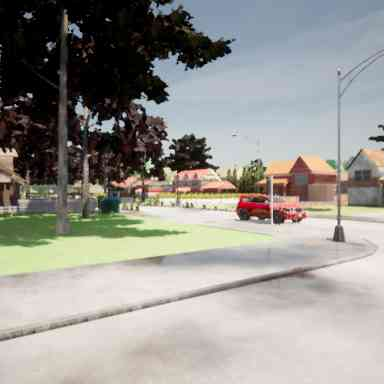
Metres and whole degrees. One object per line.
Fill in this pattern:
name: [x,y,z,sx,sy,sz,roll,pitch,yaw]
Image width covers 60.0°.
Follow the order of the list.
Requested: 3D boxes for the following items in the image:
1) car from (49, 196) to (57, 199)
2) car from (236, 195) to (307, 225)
car: [-33.452,1.547,79.336,1.994,1.385,4.181,0,0,-36]
car: [5.675,1.217,24.649,2.150,2.045,5.566,0,0,-36]
